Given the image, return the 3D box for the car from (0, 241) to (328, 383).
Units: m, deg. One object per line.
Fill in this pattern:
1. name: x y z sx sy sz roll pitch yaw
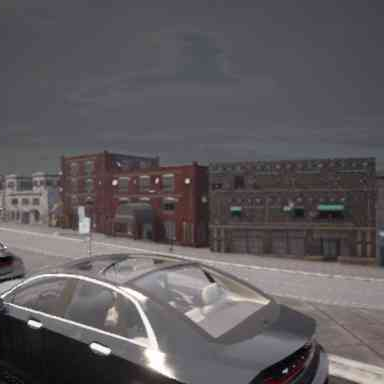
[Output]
1. car: -1.010 1.500 3.973 4.892 1.521 2.231 0 0 36
